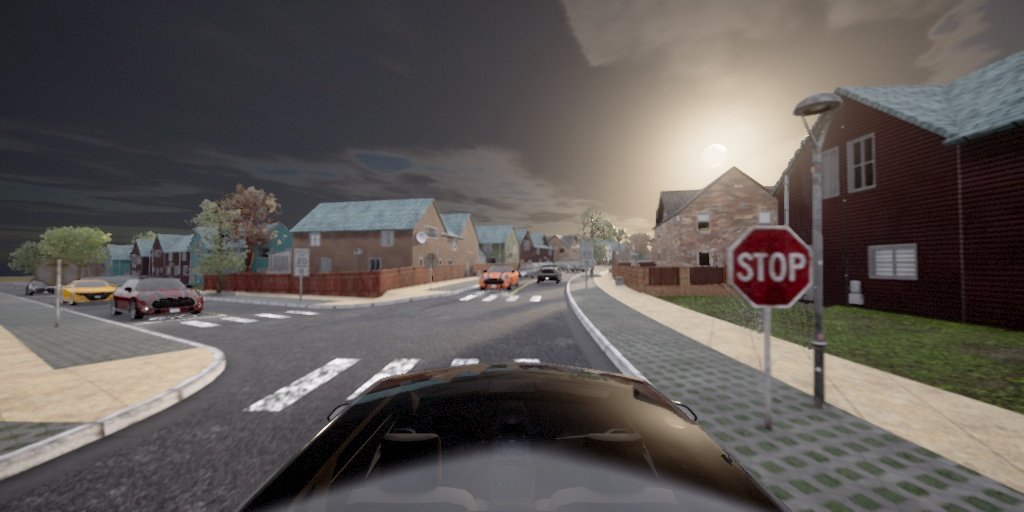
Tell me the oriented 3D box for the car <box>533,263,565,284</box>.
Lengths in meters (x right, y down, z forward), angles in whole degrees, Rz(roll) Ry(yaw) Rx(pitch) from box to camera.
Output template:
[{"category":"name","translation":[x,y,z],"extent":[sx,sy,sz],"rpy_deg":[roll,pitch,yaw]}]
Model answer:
[{"category":"car","translation":[3.340,1.581,31.549],"extent":[1.837,1.490,4.892],"rpy_deg":[0,-1,11]}]

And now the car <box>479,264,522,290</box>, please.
[{"category":"car","translation":[-0.813,1.369,24.942],"extent":[2.097,1.767,4.553],"rpy_deg":[0,-1,9]}]

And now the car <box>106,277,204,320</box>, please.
[{"category":"car","translation":[-15.428,1.683,15.612],"extent":[4.553,1.767,2.097],"rpy_deg":[-2,-3,32]}]

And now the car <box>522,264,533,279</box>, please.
[{"category":"car","translation":[1.670,1.632,37.494],"extent":[2.128,1.511,4.902],"rpy_deg":[0,-1,14]}]

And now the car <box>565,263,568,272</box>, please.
[{"category":"car","translation":[8.392,1.887,58.616],"extent":[1.994,1.385,4.181],"rpy_deg":[-1,-1,22]}]

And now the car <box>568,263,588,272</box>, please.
[{"category":"car","translation":[10.832,1.839,56.936],"extent":[2.033,1.411,5.357],"rpy_deg":[-1,-1,22]}]

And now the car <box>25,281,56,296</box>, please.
[{"category":"car","translation":[-45.701,3.086,34.899],"extent":[5.357,1.411,2.033],"rpy_deg":[-2,-3,33]}]

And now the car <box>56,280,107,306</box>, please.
[{"category":"car","translation":[-27.194,2.274,23.061],"extent":[5.008,1.535,1.882],"rpy_deg":[-2,-2,32]}]
